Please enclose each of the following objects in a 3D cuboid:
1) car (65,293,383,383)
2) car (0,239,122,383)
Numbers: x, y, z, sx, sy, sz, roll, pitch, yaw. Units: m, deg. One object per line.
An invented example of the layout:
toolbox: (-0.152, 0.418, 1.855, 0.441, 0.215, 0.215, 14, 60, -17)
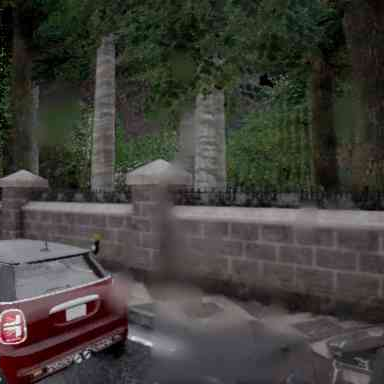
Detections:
car: (1.491, 1.551, 1.900, 4.403, 1.369, 2.008, 0, 0, 36)
car: (-2.950, 1.451, 5.070, 4.097, 1.590, 1.967, 0, 0, 36)
